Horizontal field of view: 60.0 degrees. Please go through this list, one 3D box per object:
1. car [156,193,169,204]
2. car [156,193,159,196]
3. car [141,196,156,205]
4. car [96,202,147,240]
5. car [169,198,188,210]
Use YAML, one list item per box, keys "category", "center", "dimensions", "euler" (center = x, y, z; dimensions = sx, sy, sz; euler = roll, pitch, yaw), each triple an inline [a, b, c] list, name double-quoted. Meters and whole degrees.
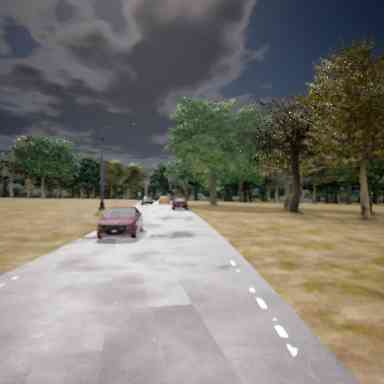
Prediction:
- category: "car"
  center: [-5.157, 1.502, 61.695]
  dimensions: [1.882, 1.535, 5.008]
  euler: [0, 0, -8]
- category: "car"
  center: [-7.658, 1.178, 79.273]
  dimensions: [2.150, 2.045, 5.566]
  euler: [0, 0, -8]
- category: "car"
  center: [-7.863, 1.577, 58.475]
  dimensions: [1.994, 1.385, 4.181]
  euler: [0, 0, -8]
- category: "car"
  center: [-3.643, 1.492, 17.500]
  dimensions: [1.882, 1.535, 5.008]
  euler: [0, 0, -3]
- category: "car"
  center: [-1.608, 1.485, 42.785]
  dimensions: [1.882, 1.535, 5.008]
  euler: [0, 0, -7]
